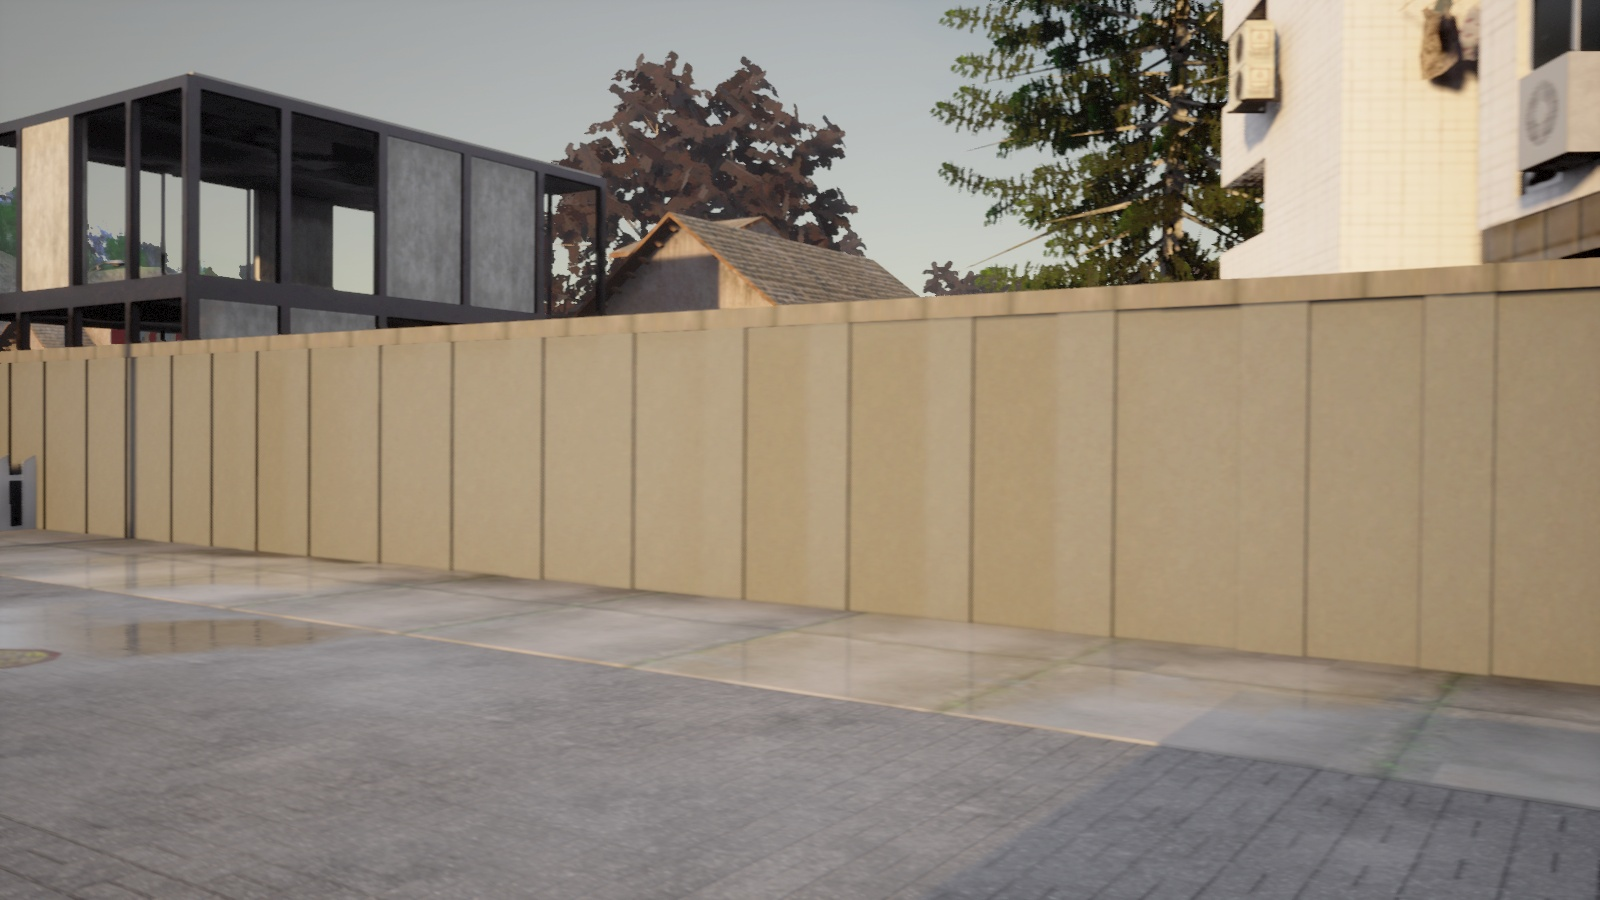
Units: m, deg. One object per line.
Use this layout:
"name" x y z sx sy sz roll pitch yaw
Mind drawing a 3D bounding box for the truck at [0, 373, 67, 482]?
"truck" -30.429 -0.748 43.252 2.891 3.827 8.468 0 1 34
